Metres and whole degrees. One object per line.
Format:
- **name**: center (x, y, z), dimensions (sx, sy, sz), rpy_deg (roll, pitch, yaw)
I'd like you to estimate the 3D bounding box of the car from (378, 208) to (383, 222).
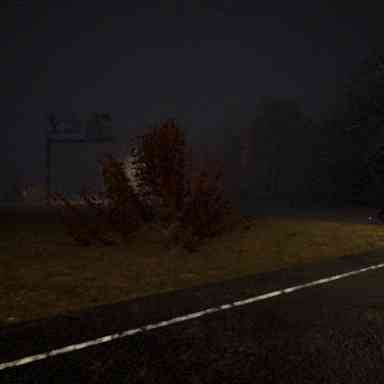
- **car**: center (15.185, 1.478, 22.837), dimensions (1.994, 1.385, 4.181), rpy_deg (0, 1, -35)
